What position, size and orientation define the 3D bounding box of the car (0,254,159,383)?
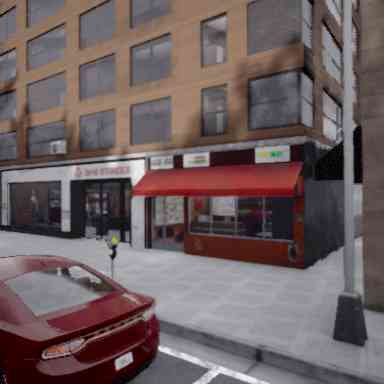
[{"bbox_3d":[-2.499,1.562,4.630,4.507,1.381,1.887,0,0,35],"label":"car"}]
